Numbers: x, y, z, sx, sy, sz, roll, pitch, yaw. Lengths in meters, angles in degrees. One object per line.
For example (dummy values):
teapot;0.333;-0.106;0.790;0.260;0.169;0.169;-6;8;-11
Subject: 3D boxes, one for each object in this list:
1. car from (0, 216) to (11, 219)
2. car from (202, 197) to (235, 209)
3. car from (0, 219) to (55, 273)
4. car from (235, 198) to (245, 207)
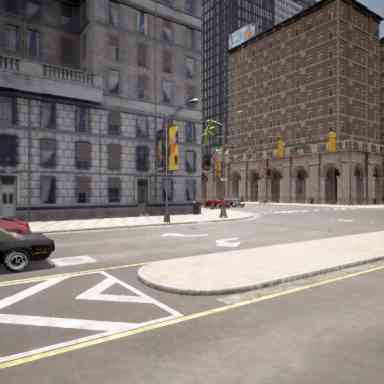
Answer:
car;-8.424;1.526;12.126;4.674;1.442;1.812;0;0;-35
car;3.299;1.478;46.432;1.882;1.535;5.008;0;0;-35
car;-6.480;1.601;9.221;4.718;1.301;1.895;0;0;-35
car;5.730;1.491;49.062;2.128;1.511;4.902;0;0;-35
